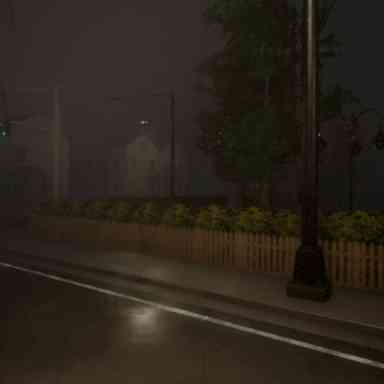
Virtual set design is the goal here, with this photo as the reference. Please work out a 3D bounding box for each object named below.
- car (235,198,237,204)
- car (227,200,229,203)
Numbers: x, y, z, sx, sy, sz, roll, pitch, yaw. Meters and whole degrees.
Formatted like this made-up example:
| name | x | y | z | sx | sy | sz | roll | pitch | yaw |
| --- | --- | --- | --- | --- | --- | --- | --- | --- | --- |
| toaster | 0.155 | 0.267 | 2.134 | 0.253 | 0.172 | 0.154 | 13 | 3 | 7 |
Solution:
| name | x | y | z | sx | sy | sz | roll | pitch | yaw |
| --- | --- | --- | --- | --- | --- | --- | --- | --- | --- |
| car | 9.110 | 1.215 | 56.486 | 2.097 | 1.767 | 4.553 | 0 | 1 | 35 |
| car | 4.346 | 1.393 | 55.829 | 2.033 | 1.411 | 5.357 | 0 | 0 | 35 |
